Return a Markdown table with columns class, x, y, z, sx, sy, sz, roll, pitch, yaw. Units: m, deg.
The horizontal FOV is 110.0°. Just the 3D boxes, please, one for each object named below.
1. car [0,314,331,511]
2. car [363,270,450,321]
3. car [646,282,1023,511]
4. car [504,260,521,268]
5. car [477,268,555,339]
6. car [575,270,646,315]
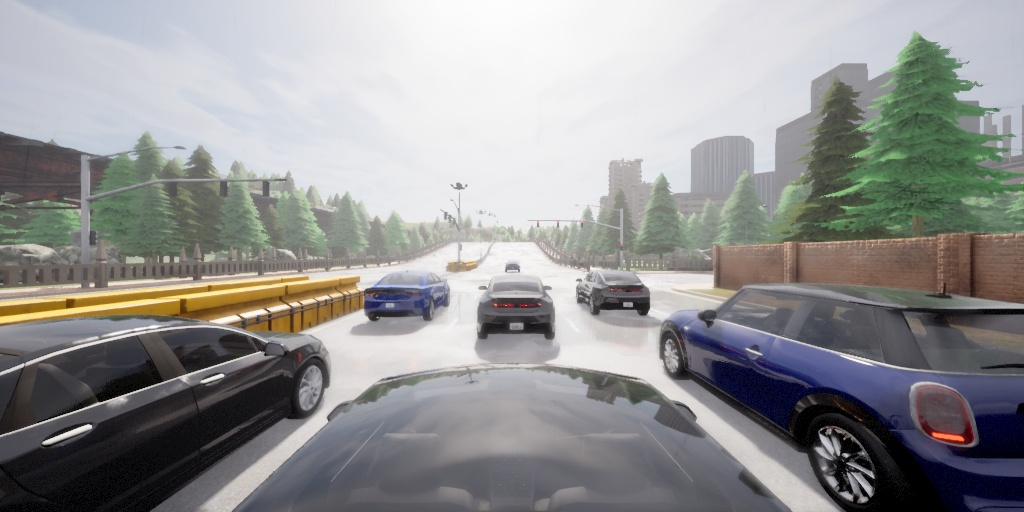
| class | x | y | z | sx | sy | sz | roll | pitch | yaw |
| --- | --- | --- | --- | --- | --- | --- | --- | --- | --- |
| car | -3.400 | 1.255 | 2.987 | 1.837 | 1.490 | 4.892 | 0 | 0 | 0 |
| car | -3.402 | 1.228 | 12.480 | 1.882 | 1.535 | 5.008 | 0 | 0 | 0 |
| car | 3.601 | 1.102 | 4.406 | 2.097 | 1.767 | 4.553 | 0 | 0 | 0 |
| car | 0.077 | 1.276 | 45.738 | 1.812 | 1.442 | 4.674 | 0 | 0 | 0 |
| car | 0.097 | 1.255 | 10.057 | 1.837 | 1.490 | 4.892 | 0 | 0 | 0 |
| car | 3.616 | 1.255 | 13.491 | 1.837 | 1.490 | 4.892 | 0 | 0 | 1 |
